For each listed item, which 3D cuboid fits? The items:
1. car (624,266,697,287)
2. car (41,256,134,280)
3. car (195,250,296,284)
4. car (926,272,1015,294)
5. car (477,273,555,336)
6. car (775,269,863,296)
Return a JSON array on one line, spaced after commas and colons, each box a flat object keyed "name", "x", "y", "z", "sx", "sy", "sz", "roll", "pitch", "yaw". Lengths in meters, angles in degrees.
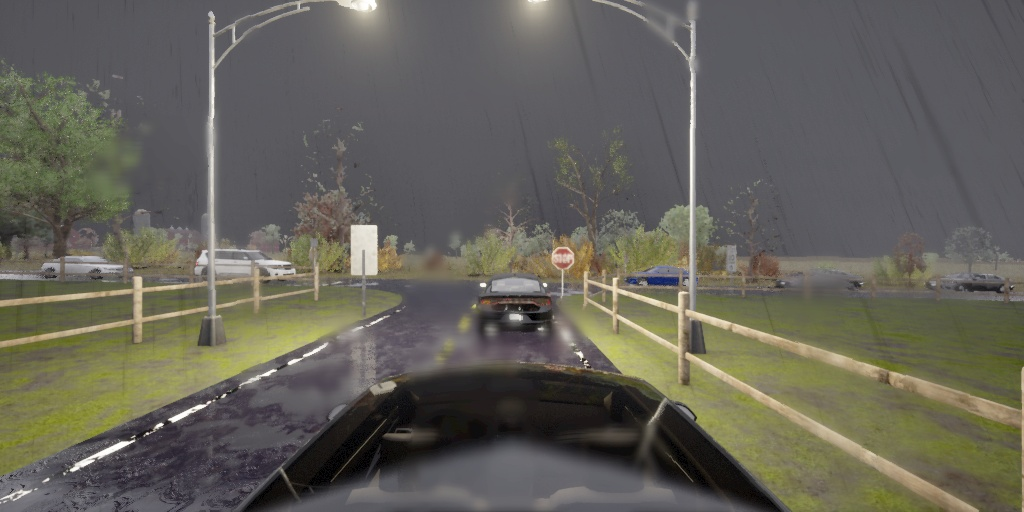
[{"name": "car", "x": 10.713, "y": 1.465, "z": 26.001, "sx": 5.008, "sy": 1.535, "sz": 1.882, "roll": 1, "pitch": 1, "yaw": -2}, {"name": "car", "x": -27.391, "y": 0.726, "z": 23.184, "sx": 4.674, "sy": 1.442, "sz": 1.812, "roll": 1, "pitch": 1, "yaw": 0}, {"name": "car", "x": -17.166, "y": 0.644, "z": 23.184, "sx": 5.566, "sy": 2.045, "sz": 2.150, "roll": 1, "pitch": 1, "yaw": 0}, {"name": "car", "x": 33.298, "y": 1.958, "z": 26.128, "sx": 4.902, "sy": 1.511, "sz": 2.128, "roll": 1, "pitch": 1, "yaw": 0}, {"name": "car", "x": 0.062, "y": 1.226, "z": 10.470, "sx": 1.882, "sy": 1.535, "sz": 5.008, "roll": 0, "pitch": 0, "yaw": -1}, {"name": "car", "x": 19.547, "y": 1.775, "z": 23.186, "sx": 4.181, "sy": 1.385, "sz": 1.994, "roll": 1, "pitch": 1, "yaw": 0}]
